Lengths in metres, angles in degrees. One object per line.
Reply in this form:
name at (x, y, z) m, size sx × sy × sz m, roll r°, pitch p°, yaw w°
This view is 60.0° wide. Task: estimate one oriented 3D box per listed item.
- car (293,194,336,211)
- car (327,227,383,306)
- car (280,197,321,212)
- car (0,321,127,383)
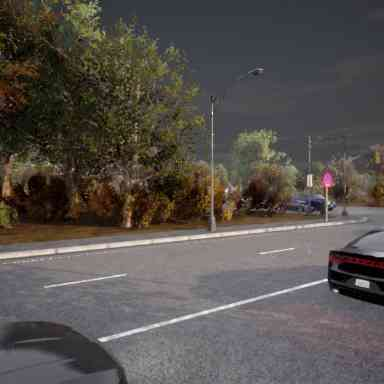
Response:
car at (14.746, 1.221, 40.685) m, size 2.150 × 2.045 × 5.566 m, roll 0°, pitch 0°, yaw -31°
car at (5.051, 1.478, 7.370) m, size 5.008 × 1.535 × 1.882 m, roll 0°, pitch 0°, yaw -36°
car at (12.144, 1.564, 38.215) m, size 1.994 × 1.385 × 4.181 m, roll 0°, pitch 0°, yaw -32°
car at (-2.727, 1.504, 1.793) m, size 4.892 × 1.490 × 1.837 m, roll 0°, pitch 0°, yaw -36°
